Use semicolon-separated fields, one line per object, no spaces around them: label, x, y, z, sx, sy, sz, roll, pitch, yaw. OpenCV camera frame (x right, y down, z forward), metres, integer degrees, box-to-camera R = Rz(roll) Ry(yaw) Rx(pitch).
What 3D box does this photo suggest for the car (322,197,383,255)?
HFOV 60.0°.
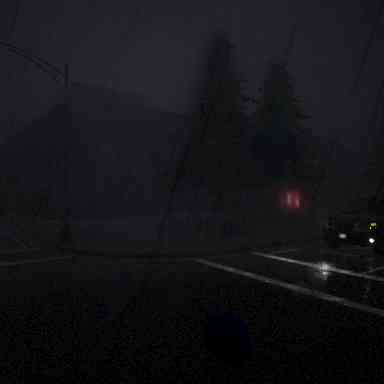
car;7.698;1.248;13.745;5.566;2.045;2.150;0;0;-37
